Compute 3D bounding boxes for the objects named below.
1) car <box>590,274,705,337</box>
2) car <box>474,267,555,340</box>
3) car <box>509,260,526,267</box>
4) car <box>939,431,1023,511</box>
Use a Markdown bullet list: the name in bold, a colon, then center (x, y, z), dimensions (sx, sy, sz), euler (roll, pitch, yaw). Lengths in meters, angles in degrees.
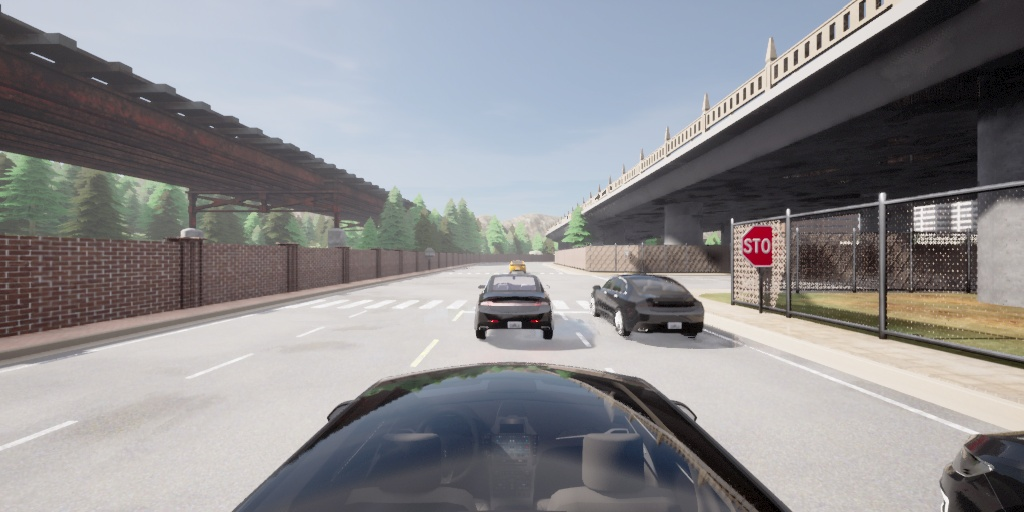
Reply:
- **car**: center (3.560, 1.256, 10.247), dimensions (1.837, 1.490, 4.892), euler (0, 0, 0)
- **car**: center (0.057, 1.242, 10.000), dimensions (2.128, 1.511, 4.902), euler (0, 0, 0)
- **car**: center (0.684, 1.228, 42.812), dimensions (1.882, 1.535, 5.008), euler (0, 0, 1)
- **car**: center (3.556, 1.255, 0.127), dimensions (1.837, 1.490, 4.892), euler (0, 0, 0)
